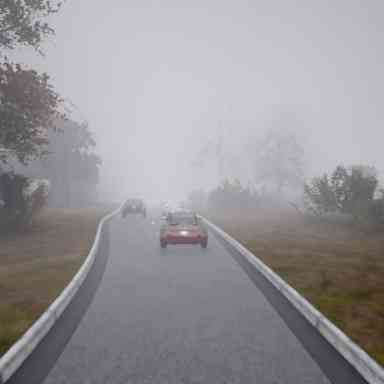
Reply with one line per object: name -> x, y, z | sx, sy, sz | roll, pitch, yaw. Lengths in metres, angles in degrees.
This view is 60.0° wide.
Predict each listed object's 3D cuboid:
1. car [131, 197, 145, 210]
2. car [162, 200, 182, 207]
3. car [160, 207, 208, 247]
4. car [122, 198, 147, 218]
car -> -7.366, 1.497, 45.484 | 1.882, 1.535, 5.008 | 0, 0, -9
car -> -1.952, 1.540, 32.379 | 1.812, 1.442, 4.674 | 0, 0, -7
car -> -0.421, 1.570, 14.994 | 1.994, 1.385, 4.181 | 0, 0, -3
car -> -5.278, 1.366, 30.904 | 2.097, 1.767, 4.553 | 0, 0, -7
